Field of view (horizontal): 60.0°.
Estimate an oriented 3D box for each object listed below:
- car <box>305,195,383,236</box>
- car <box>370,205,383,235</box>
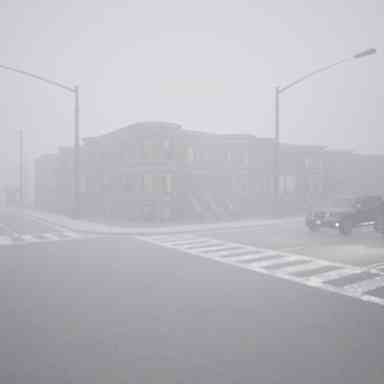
[{"bbox_3d":[8.884,1.223,18.887,5.566,2.045,2.150,0,0,-34],"label":"car"},{"bbox_3d":[11.110,1.493,16.191,4.902,1.511,2.128,0,0,-35],"label":"car"}]
